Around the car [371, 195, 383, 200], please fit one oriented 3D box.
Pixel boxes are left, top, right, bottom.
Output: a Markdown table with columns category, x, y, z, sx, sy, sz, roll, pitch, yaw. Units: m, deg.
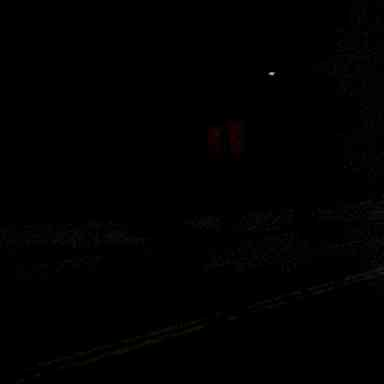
| category | x | y | z | sx | sy | sz | roll | pitch | yaw |
| --- | --- | --- | --- | --- | --- | --- | --- | --- | --- |
| car | 42.209 | 1.341 | 74.164 | 1.802 | 1.307 | 4.206 | -1 | 1 | -35 |
